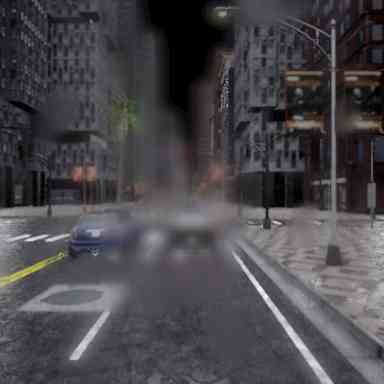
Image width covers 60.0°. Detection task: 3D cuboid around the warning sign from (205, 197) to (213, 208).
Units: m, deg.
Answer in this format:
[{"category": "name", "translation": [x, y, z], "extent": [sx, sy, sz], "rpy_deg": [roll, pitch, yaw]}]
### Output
[{"category": "warning sign", "translation": [2.852, 1.783, 56.298], "extent": [1.300, 1.860, 1.060], "rpy_deg": [1, 0, 0]}]

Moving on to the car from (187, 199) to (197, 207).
[{"category": "car", "translation": [0.001, 2.390, 67.621], "extent": [1.812, 1.442, 4.674], "rpy_deg": [0, -1, 0]}]

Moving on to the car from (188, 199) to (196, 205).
[{"category": "car", "translation": [-0.011, 2.525, 81.882], "extent": [1.837, 1.490, 4.892], "rpy_deg": [0, -1, 0]}]

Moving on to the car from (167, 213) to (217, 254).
[{"category": "car", "translation": [0.020, 1.623, 14.173], "extent": [1.882, 1.535, 5.008], "rpy_deg": [0, 0, 0]}]

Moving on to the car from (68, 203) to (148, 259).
[{"category": "car", "translation": [-3.236, 1.489, 13.432], "extent": [2.097, 1.767, 4.553], "rpy_deg": [0, -1, 0]}]

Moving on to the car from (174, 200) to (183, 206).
[{"category": "car", "translation": [-3.261, 2.565, 81.881], "extent": [2.033, 1.411, 5.357], "rpy_deg": [0, -1, 0]}]

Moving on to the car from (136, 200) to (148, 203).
[{"category": "car", "translation": [-9.776, 2.320, 65.316], "extent": [2.128, 1.511, 4.902], "rpy_deg": [0, -1, 1]}]

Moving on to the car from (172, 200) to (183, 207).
[{"category": "car", "translation": [-3.261, 2.487, 71.846], "extent": [1.994, 1.385, 4.181], "rpy_deg": [0, -1, 0]}]

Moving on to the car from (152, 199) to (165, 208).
[{"category": "car", "translation": [-6.525, 2.175, 65.346], "extent": [2.097, 1.767, 4.553], "rpy_deg": [0, -1, 0]}]
